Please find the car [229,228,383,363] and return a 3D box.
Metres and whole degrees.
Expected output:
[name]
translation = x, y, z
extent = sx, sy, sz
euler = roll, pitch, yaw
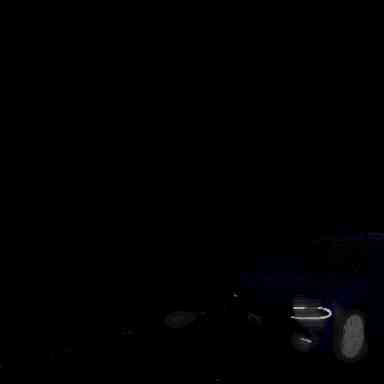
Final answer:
[car]
translation = 2.895, 1.476, 6.054
extent = 5.008, 1.535, 1.882
euler = 0, 0, -35
